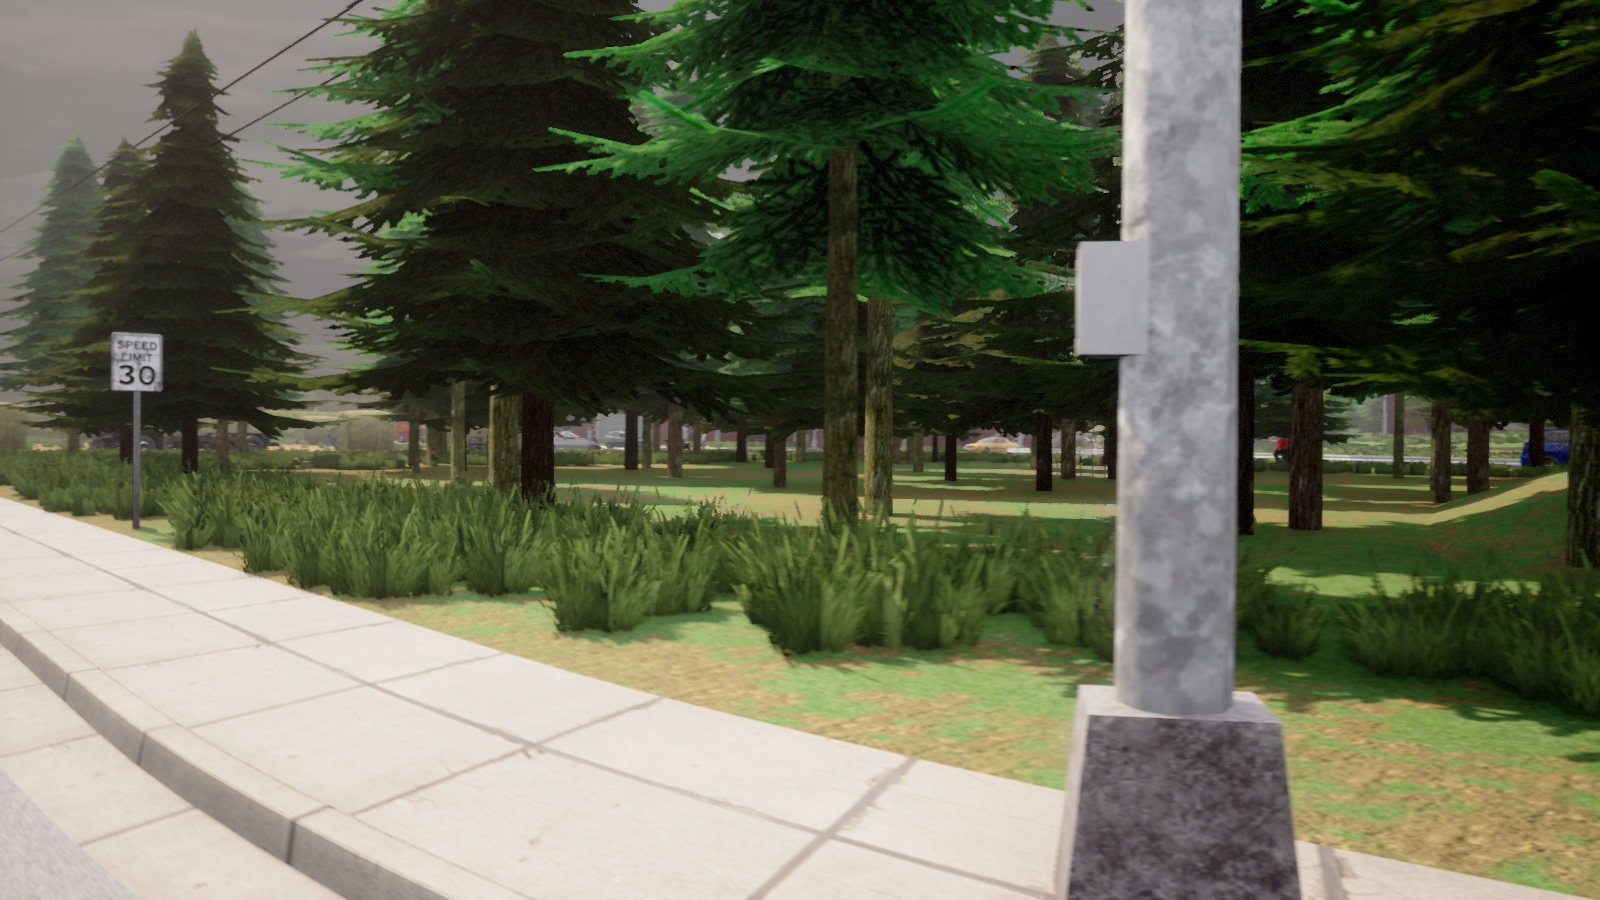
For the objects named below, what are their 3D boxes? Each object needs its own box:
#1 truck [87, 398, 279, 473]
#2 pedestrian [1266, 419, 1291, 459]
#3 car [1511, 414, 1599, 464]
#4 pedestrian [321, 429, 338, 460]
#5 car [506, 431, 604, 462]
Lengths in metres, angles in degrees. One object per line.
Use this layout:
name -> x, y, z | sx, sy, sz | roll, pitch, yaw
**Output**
truck -> -30.145, -0.737, 61.587 | 7.936, 3.462, 2.891 | -1, 1, -41
pedestrian -> 22.248, -0.503, 58.358 | 0.634, 1.844, 0.899 | -1, 1, -38
car -> 33.097, -0.461, 52.361 | 2.150, 2.045, 5.566 | -1, 1, -40
pedestrian -> -28.507, -0.313, 76.109 | 0.900, 1.855, 0.874 | -1, 1, -16
car -> -13.831, -0.225, 71.072 | 5.027, 1.651, 2.152 | -1, 1, -41
